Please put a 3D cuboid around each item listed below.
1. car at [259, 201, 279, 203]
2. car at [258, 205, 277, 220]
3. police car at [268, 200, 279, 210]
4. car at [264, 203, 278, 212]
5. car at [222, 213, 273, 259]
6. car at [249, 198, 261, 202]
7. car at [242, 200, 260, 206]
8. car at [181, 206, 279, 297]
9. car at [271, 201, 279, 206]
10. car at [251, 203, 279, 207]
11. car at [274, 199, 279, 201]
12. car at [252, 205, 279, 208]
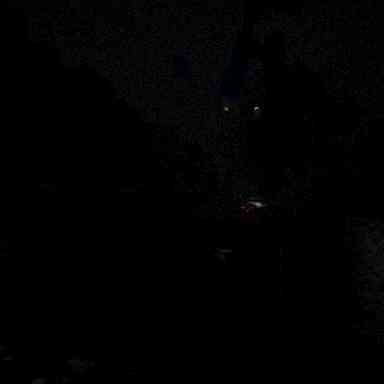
[{"bbox_3d":[9.641,2.204,41.332,1.887,1.381,4.507,1,-1,15],"label":"car"},{"bbox_3d":[8.227,2.154,35.970,1.802,1.307,4.206,1,-1,15],"label":"car"},{"bbox_3d":[15.176,2.436,61.806,1.930,1.638,5.238,2,0,15],"label":"police car"},{"bbox_3d":[12.468,2.389,52.055,2.008,1.369,4.403,1,-1,15],"label":"car"},{"bbox_3d":[2.616,1.763,14.688,1.752,1.417,4.829,1,-1,15],"label":"car"},{"bbox_3d":[9.944,1.949,52.331,2.150,2.045,5.566,2,0,15],"label":"car"},{"bbox_3d":[7.314,2.088,42.405,1.812,1.442,4.674,2,0,15],"label":"car"},{"bbox_3d":[1.164,1.466,9.164,2.192,1.841,5.009,1,-1,15],"label":"car"},{"bbox_3d":[22.363,3.042,89.587,2.008,1.369,4.403,1,-1,15],"label":"car"},{"bbox_3d":[6.814,2.037,30.609,2.008,1.369,4.403,1,-1,15],"label":"car"},{"bbox_3d":[11.057,2.188,46.695,1.967,1.590,4.097,1,-1,15],"label":"car"},{"bbox_3d":[5.400,1.968,25.247,1.947,1.339,4.313,1,-1,15],"label":"car"}]
